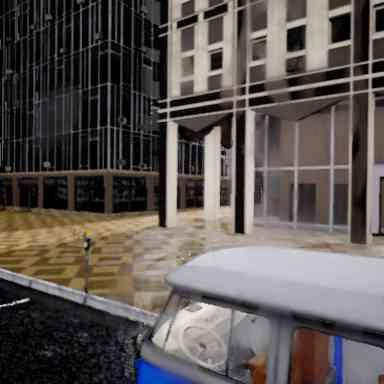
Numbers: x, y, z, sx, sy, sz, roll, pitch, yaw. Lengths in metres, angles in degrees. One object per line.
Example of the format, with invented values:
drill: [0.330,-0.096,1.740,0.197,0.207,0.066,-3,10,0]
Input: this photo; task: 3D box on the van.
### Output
van: [1.416,1.342,1.852,3.998,1.788,1.690,0,1,36]
